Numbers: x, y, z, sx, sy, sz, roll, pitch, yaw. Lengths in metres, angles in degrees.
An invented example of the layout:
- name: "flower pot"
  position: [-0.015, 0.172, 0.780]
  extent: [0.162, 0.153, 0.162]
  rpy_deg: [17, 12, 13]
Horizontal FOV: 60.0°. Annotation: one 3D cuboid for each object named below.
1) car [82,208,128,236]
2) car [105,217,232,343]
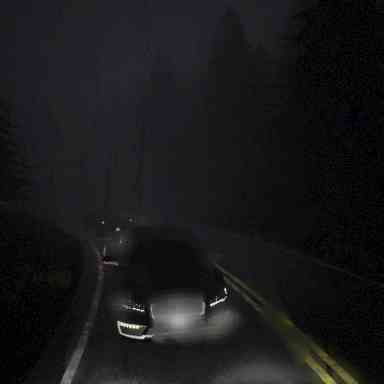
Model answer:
- name: "car"
  position: [-4.873, 1.611, 18.975]
  extent: [1.895, 1.301, 4.718]
  rpy_deg: [-3, 1, -29]
- name: "car"
  position: [-0.651, 1.492, 6.839]
  extent: [1.837, 1.490, 4.892]
  rpy_deg: [-1, 0, -11]
